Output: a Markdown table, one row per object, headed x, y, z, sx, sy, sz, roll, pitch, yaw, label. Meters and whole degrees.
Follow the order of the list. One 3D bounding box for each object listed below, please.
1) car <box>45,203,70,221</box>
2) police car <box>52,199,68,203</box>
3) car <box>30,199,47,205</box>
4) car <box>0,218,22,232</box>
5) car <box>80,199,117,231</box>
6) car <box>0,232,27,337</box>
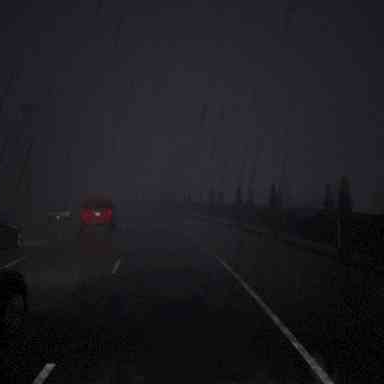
| x | y | z | sx | sy | sz | roll | pitch | yaw | label |
| --- | --- | --- | --- | --- | --- | --- | --- | --- | --- |
| -12.513 | 1.983 | 31.422 | 1.895 | 1.301 | 4.718 | 0 | -1 | -19 | car |
| -29.591 | 2.326 | 74.298 | 1.930 | 1.638 | 5.238 | 1 | -1 | -44 | police car |
| -37.533 | 2.473 | 81.723 | 5.008 | 1.535 | 1.882 | -1 | -1 | 40 | car |
| -8.016 | 1.661 | 12.537 | 1.837 | 1.490 | 4.892 | 0 | -1 | -8 | car |
| -6.400 | 1.498 | 22.904 | 2.150 | 2.045 | 5.566 | 0 | -1 | -13 | car |
| -3.693 | 1.543 | 3.864 | 2.128 | 1.511 | 4.902 | 0 | -1 | -3 | car |
